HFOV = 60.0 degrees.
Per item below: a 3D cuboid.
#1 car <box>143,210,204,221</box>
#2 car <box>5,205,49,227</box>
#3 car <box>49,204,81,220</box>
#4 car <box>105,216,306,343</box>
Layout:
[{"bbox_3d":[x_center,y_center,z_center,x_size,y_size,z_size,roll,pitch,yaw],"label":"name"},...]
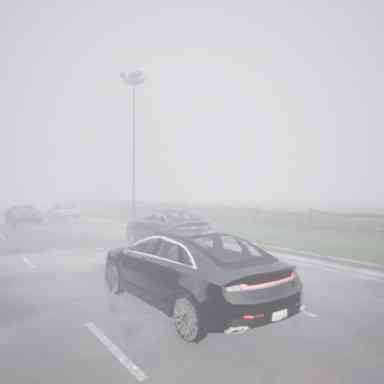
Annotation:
[{"bbox_3d":[-1.128,1.515,14.117,2.128,1.511,4.902,0,0,-35],"label":"car"},{"bbox_3d":[-11.913,1.586,23.429,2.033,1.411,5.357,0,0,-35],"label":"car"},{"bbox_3d":[-11.070,1.647,28.331,1.895,1.301,4.718,0,0,-35],"label":"car"},{"bbox_3d":[-0.161,1.503,6.627,2.128,1.511,4.902,0,0,-35],"label":"car"}]
